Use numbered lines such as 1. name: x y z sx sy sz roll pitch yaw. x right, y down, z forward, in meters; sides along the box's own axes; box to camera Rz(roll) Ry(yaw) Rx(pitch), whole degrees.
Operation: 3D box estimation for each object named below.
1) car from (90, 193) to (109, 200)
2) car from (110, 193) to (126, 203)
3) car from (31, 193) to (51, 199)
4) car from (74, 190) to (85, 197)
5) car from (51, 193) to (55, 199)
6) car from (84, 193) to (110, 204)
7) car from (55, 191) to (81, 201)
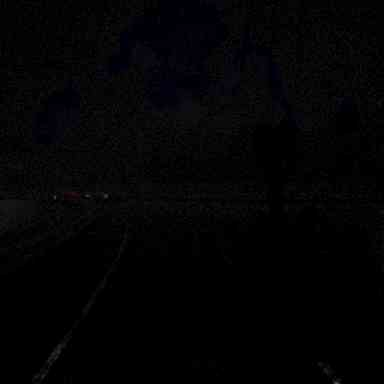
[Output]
1. car: -19.724 0.900 70.771 1.812 1.442 4.674 -1 1 -42
2. car: -12.543 0.988 55.107 2.128 1.511 4.902 -1 1 -33
3. car: -35.141 1.010 76.352 4.718 1.301 1.895 0 1 40
4. car: -22.070 0.944 68.123 2.128 1.511 4.902 -1 1 -42
5. car: -32.918 0.897 79.065 4.674 1.442 1.812 0 1 40
6. car: -14.979 1.046 52.405 1.837 1.490 4.892 -1 1 -33
7. car: -24.486 1.001 65.557 2.033 1.411 5.357 -1 1 -42
